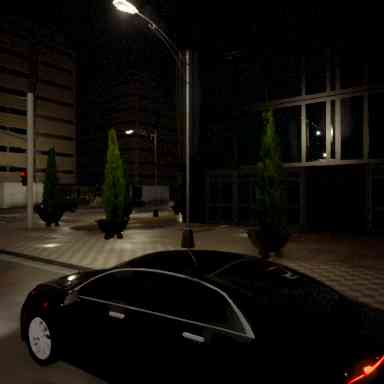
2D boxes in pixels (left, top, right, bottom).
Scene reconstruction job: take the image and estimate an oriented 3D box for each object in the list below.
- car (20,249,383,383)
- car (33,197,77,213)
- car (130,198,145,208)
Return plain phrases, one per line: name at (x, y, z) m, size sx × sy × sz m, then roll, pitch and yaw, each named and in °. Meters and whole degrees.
car at (-0.249, 1.505, 4.169) m, size 4.892 × 1.490 × 1.837 m, roll 0°, pitch 0°, yaw 36°
car at (-15.049, 1.405, 36.571) m, size 2.097 × 1.767 × 4.553 m, roll 0°, pitch 0°, yaw 35°
car at (-8.417, 1.578, 45.953) m, size 1.812 × 1.442 × 4.674 m, roll 0°, pitch 0°, yaw 35°
